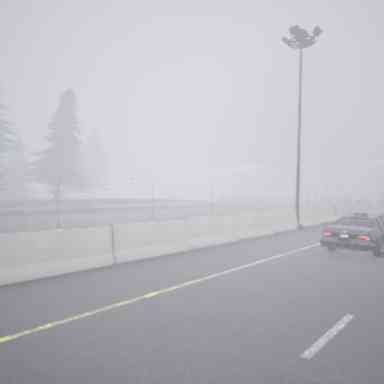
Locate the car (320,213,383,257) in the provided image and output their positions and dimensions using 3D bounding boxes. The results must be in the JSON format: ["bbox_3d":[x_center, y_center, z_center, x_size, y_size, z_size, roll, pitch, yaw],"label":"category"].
[{"bbox_3d":[6.834,1.557,13.183,2.033,1.411,5.357,1,0,41],"label":"car"}]

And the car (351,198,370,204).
[{"bbox_3d":[33.186,1.689,64.249,2.033,1.411,5.357,1,0,41],"label":"car"}]

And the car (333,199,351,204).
[{"bbox_3d":[30.562,1.599,66.564,1.837,1.490,4.892,1,0,41],"label":"car"}]

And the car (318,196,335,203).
[{"bbox_3d":[27.937,1.601,68.878,1.994,1.385,4.181,1,0,41],"label":"car"}]
